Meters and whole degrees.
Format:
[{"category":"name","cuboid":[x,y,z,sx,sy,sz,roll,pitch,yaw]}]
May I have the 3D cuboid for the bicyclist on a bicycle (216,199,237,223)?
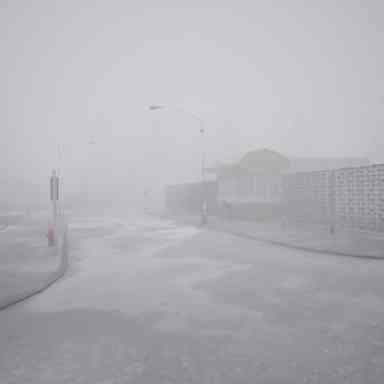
[{"category":"bicyclist on a bicycle","cuboid":[2.368,1.323,22.972,1.656,1.620,0.582,-2,0,-20]}]
